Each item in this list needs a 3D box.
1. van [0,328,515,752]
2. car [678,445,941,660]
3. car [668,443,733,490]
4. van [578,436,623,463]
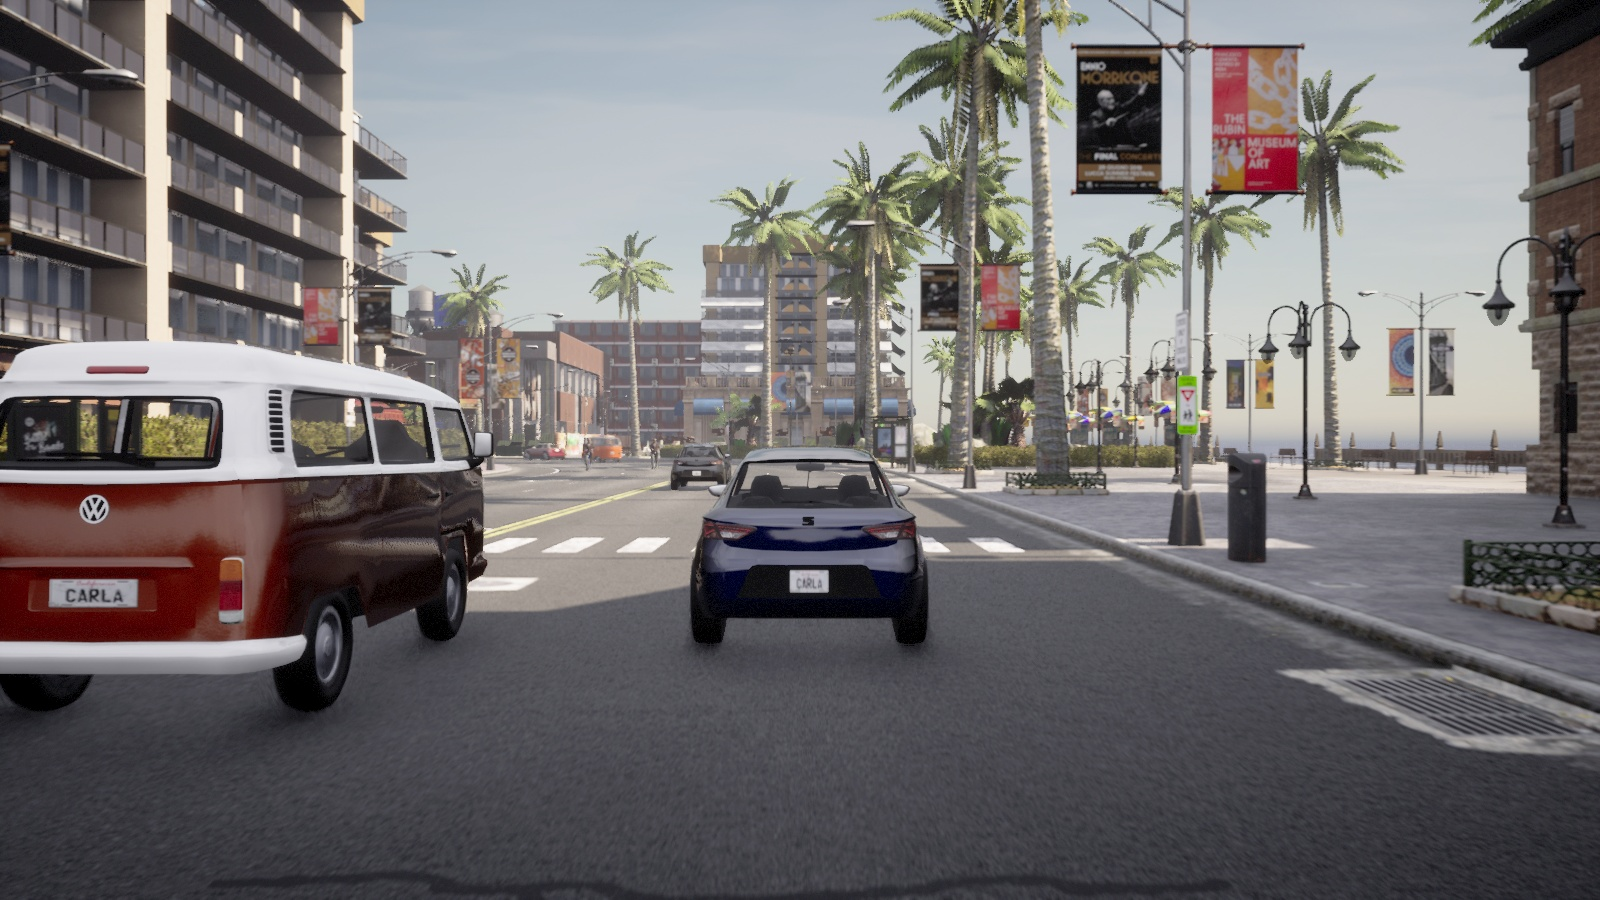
[{"bbox_3d":[-3.437,0.420,8.291,2.069,2.038,4.480,0,0,0],"label":"van"},{"bbox_3d":[0.077,0.700,10.755,1.816,1.474,4.193,0,0,0],"label":"car"},{"bbox_3d":[-3.247,0.522,41.726,1.816,1.474,4.193,0,0,0],"label":"car"},{"bbox_3d":[-15.219,-0.052,95.664,1.775,1.987,4.442,0,0,-32],"label":"van"}]
